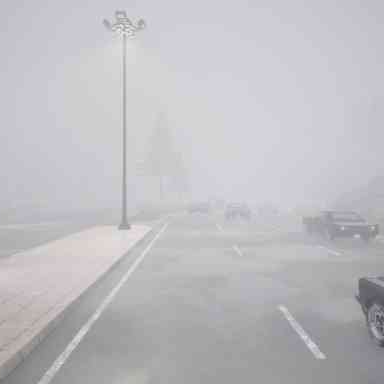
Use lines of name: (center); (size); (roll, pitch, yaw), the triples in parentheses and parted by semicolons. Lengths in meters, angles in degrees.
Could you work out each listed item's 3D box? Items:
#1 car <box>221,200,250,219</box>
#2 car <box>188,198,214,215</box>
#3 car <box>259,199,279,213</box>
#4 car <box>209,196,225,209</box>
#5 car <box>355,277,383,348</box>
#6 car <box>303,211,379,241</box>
car: (3.793, 1.601, 28.684); (1.895, 1.301, 4.718); (0, 0, 2)
car: (0.847, 1.601, 34.255); (1.895, 1.301, 4.718); (0, 0, 8)
car: (8.493, 1.526, 36.975); (1.812, 1.442, 4.674); (0, 0, 13)
car: (3.264, 1.352, 44.283); (2.097, 1.767, 4.553); (0, 0, 16)
car: (3.600, 1.600, 3.336); (1.895, 1.301, 4.718); (0, 0, 0)
car: (7.100, 1.601, 16.529); (1.895, 1.301, 4.718); (0, 0, 0)
